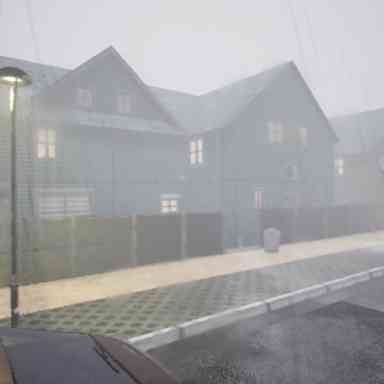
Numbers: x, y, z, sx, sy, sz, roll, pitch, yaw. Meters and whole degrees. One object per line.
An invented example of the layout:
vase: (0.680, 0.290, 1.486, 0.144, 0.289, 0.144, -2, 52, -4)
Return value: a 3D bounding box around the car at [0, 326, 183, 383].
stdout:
car: (-1.893, 1.576, 1.562, 4.181, 1.385, 1.994, 0, 0, -36)
